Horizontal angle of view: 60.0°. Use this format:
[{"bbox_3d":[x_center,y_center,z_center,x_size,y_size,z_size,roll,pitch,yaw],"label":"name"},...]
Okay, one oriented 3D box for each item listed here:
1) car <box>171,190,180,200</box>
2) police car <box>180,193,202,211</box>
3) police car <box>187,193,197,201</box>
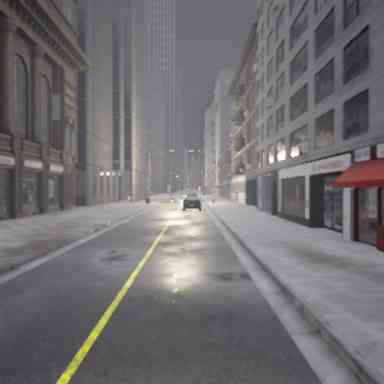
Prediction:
[{"bbox_3d":[-3.023,0.881,65.381,1.812,1.442,4.674,0,1,0],"label":"car"},{"bbox_3d":[0.027,1.078,35.367,1.930,1.638,5.238,0,0,1],"label":"police car"},{"bbox_3d":[-0.003,0.925,65.768,2.038,1.542,4.974,0,1,0],"label":"police car"}]
